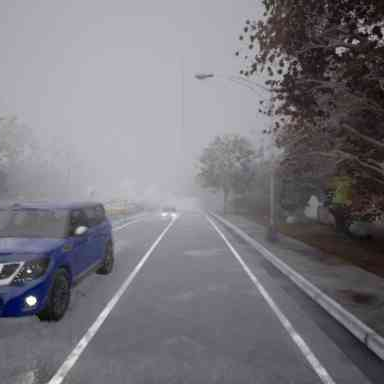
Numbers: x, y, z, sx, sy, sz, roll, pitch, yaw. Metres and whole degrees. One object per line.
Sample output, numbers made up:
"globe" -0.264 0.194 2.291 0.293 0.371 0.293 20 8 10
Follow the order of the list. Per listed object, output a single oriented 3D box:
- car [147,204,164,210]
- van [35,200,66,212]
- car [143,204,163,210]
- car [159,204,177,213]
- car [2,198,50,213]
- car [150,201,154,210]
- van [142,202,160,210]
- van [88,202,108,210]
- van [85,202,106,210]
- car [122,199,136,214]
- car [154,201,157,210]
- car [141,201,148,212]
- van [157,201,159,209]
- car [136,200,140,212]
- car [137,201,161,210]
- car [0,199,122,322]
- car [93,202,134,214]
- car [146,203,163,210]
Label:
"car" -10.265 4.206 93.918 4.553 1.767 2.185 0 -3 0
"van" -23.518 2.310 55.329 4.442 1.987 1.878 0 -2 0
"car" -10.294 4.019 88.367 5.008 1.535 2.097 0 -3 0
"car" -3.319 2.441 49.709 1.895 1.301 4.718 0 -2 0
"car" -23.434 1.957 47.029 5.566 2.045 2.435 0 -2 0
"car" -10.322 2.863 63.429 5.008 1.535 2.097 0 -2 0
"van" -10.187 3.480 82.837 4.442 1.987 1.878 0 -3 0
"van" -23.500 3.488 82.989 4.442 1.987 1.878 0 -3 0
"van" -23.269 3.325 80.091 4.442 1.987 1.878 0 -3 0
"car" -10.145 2.014 41.251 5.366 1.575 1.946 0 -2 0
"car" -10.283 3.117 68.974 4.792 1.488 2.163 0 -2 0
"car" -10.295 2.164 52.343 5.566 2.045 2.435 0 -2 0
"van" -10.192 3.085 74.534 4.442 1.987 1.878 0 -2 0
"car" -10.333 2.202 46.789 5.008 1.535 2.097 0 -2 0
"car" -10.334 3.298 80.066 5.566 2.045 2.435 0 -3 0
"car" -3.358 1.246 7.648 2.150 2.045 5.566 0 0 0
"car" -10.334 2.106 44.018 4.892 1.521 2.231 0 -2 0
"car" -10.267 4.050 91.146 4.553 1.767 2.185 0 -3 0
